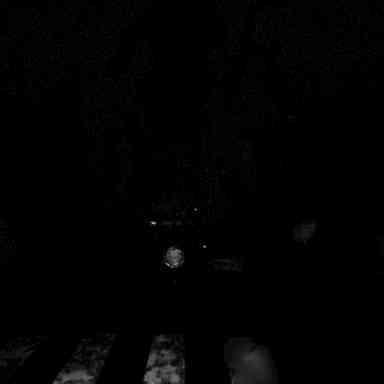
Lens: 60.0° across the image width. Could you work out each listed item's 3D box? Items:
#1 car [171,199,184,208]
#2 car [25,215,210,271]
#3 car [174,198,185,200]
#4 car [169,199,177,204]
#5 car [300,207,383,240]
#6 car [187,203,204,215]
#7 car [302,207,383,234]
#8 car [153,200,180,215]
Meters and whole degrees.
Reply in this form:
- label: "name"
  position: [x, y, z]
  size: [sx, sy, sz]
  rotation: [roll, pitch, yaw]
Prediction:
- label: "car"
  position: [-2.531, 2.056, 44.571]
  size: [2.033, 1.411, 5.357]
  rotation: [0, -1, 0]
- label: "car"
  position: [-2.160, 1.561, 10.309]
  size: [5.357, 1.411, 2.033]
  rotation: [-1, -2, -1]
- label: "car"
  position: [-2.443, 2.268, 63.388]
  size: [2.033, 1.411, 5.357]
  rotation: [0, -1, 0]
- label: "car"
  position: [-5.244, 2.589, 91.933]
  size: [1.752, 1.417, 4.829]
  rotation: [1, -1, 0]
- label: "car"
  position: [8.452, 1.668, 17.098]
  size: [5.357, 1.411, 2.033]
  rotation: [-1, -2, 0]
- label: "car"
  position: [0.429, 2.028, 40.659]
  size: [1.994, 1.385, 4.181]
  rotation: [0, -1, 0]
- label: "car"
  position: [9.539, 1.724, 20.408]
  size: [4.892, 1.490, 1.837]
  rotation: [-1, -2, 0]
- label: "car"
  position: [-2.593, 1.852, 32.568]
  size: [1.882, 1.535, 5.008]
  rotation: [0, -1, 2]
